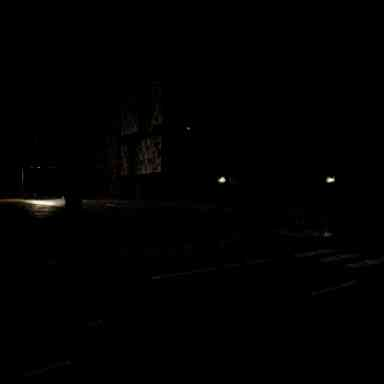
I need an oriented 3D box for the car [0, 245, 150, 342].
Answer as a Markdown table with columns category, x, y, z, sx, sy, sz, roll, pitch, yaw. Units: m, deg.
| category | x | y | z | sx | sy | sz | roll | pitch | yaw |
| --- | --- | --- | --- | --- | --- | --- | --- | --- | --- |
| car | -3.173 | 1.606 | 5.290 | 4.718 | 1.301 | 1.895 | 1 | 0 | -36 |
